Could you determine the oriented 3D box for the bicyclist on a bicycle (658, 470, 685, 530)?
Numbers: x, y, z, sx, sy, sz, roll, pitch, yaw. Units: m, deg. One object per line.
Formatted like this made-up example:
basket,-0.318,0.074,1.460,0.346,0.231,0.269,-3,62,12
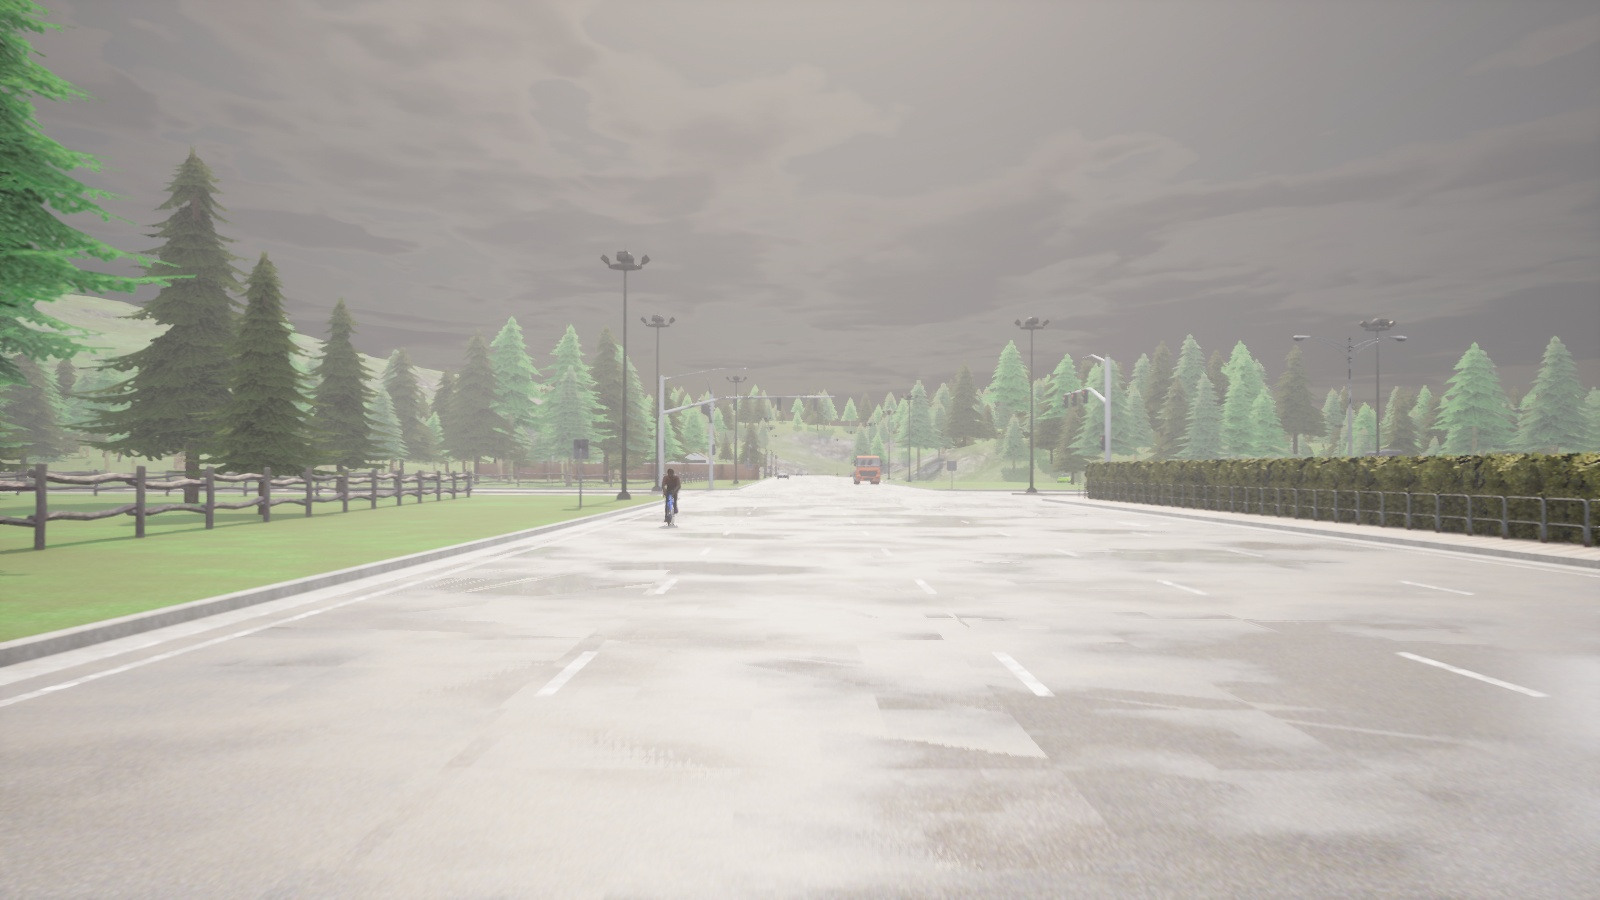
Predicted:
bicyclist on a bicycle,-3.582,1.367,34.965,0.582,1.620,1.656,0,-1,0
